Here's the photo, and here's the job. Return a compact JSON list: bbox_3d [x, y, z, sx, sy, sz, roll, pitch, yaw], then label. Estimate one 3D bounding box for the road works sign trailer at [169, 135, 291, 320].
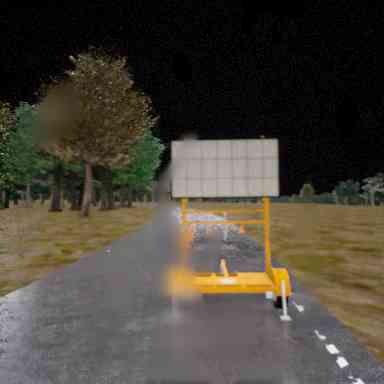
[{"bbox_3d":[0.735,0.546,7.473,2.380,3.560,2.880,-1,-1,2],"label":"road works sign trailer"}]
